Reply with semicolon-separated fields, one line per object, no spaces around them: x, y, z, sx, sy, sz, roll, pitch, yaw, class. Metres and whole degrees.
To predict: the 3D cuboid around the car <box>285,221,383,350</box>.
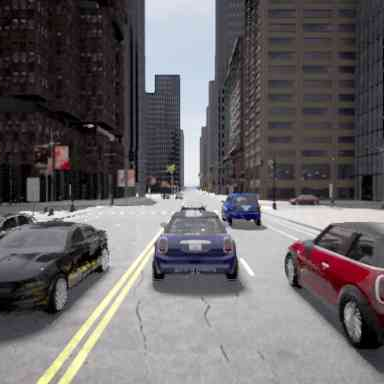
3.327;1.334;6.361;2.097;1.767;4.553;0;0;0;car

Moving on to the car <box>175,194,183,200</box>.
-3.260;1.258;83.543;1.812;1.442;4.674;0;0;0;car

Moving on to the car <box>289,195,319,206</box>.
16.673;1.191;49.736;4.097;1.590;1.967;0;1;0;car

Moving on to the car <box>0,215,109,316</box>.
-3.350;1.456;7.767;1.882;1.535;5.008;0;0;0;car

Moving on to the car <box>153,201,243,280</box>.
0.086;1.324;9.996;2.097;1.767;4.553;0;0;0;car

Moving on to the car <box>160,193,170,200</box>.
-6.510;1.234;83.542;1.837;1.490;4.892;0;0;0;car

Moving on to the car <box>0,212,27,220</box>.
-6.599;1.476;10.978;1.837;1.490;4.892;0;0;0;car

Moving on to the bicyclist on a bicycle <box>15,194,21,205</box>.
-25.896;1.120;49.471;0.582;1.620;1.656;0;1;0;bicyclist on a bicycle

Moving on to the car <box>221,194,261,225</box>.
3.325;1.150;23.229;2.150;2.045;5.566;0;0;-1;car

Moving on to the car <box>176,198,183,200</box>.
0.084;1.416;24.420;2.128;1.511;4.902;0;0;0;car
